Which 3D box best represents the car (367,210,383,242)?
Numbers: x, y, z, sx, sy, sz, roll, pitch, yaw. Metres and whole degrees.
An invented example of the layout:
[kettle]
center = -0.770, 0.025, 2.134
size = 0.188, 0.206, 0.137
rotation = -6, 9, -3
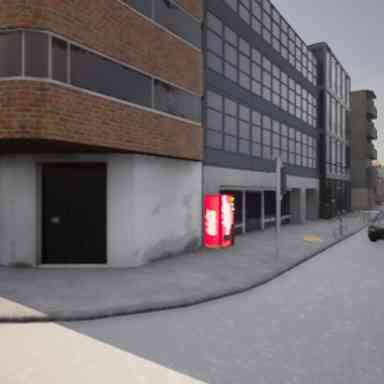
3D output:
[car]
center = 9.745, 1.547, 15.909
size = 2.033, 1.411, 5.357
rotation = 0, 0, 35
